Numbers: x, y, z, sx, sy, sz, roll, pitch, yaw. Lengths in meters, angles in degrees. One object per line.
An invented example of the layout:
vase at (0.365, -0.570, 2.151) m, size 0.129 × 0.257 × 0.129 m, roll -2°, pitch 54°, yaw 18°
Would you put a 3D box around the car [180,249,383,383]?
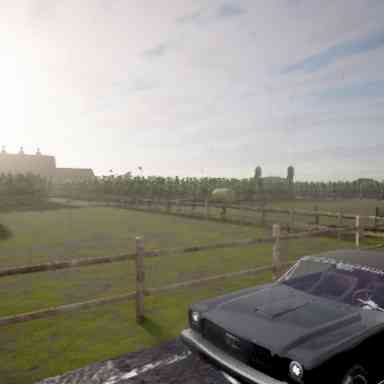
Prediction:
car at (2.206, 1.588, 4.650) m, size 4.718 × 1.301 × 1.895 m, roll 0°, pitch 0°, yaw -36°
